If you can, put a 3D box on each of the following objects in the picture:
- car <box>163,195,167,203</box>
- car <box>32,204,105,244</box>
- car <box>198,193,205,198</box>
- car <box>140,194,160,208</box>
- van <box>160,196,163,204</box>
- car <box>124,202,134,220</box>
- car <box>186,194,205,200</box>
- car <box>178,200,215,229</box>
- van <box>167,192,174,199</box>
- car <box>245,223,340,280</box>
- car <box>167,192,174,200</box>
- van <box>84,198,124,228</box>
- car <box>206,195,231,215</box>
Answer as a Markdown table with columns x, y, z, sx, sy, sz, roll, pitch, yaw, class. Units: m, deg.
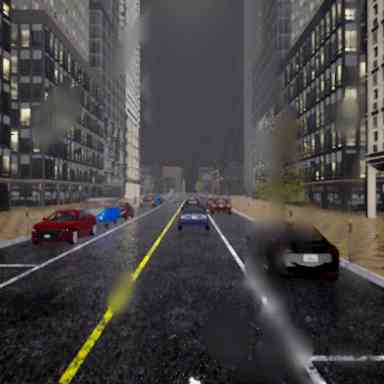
| x | y | z | sx | sy | sz | roll | pitch | yaw | class |
| --- | --- | --- | --- | --- | --- | --- | --- | --- | --- |
| -5.706 | 1.319 | 55.160 | 1.947 | 1.339 | 4.313 | 0 | 0 | 0 | car |
| -5.693 | 1.479 | 15.315 | 1.887 | 1.381 | 4.507 | 0 | 0 | 0 | car |
| 2.662 | 1.112 | 94.990 | 2.008 | 1.369 | 4.403 | 0 | 0 | 0 | car |
| -5.701 | 1.247 | 43.774 | 1.967 | 1.590 | 4.097 | 0 | 0 | 0 | car |
| -5.703 | 1.121 | 49.467 | 1.690 | 1.788 | 3.998 | 0 | 0 | 0 | van |
| -5.696 | 1.467 | 26.700 | 1.802 | 1.307 | 4.206 | 0 | 0 | 0 | car |
| 0.086 | 1.318 | 39.682 | 2.128 | 1.511 | 4.902 | 0 | 0 | 0 | car |
| 0.093 | 1.458 | 20.982 | 2.033 | 1.411 | 5.357 | 0 | 0 | 0 | car |
| -5.716 | 0.930 | 89.311 | 1.690 | 1.788 | 3.998 | 0 | 0 | 0 | van |
| 2.690 | 1.526 | 9.613 | 1.947 | 1.339 | 4.313 | 0 | 0 | 0 | car |
| -5.713 | 1.171 | 77.757 | 1.752 | 1.417 | 4.829 | 0 | 0 | 0 | car |
| -5.694 | 1.251 | 21.006 | 1.690 | 1.788 | 3.998 | 0 | 0 | 0 | van |
| 2.683 | 1.300 | 32.379 | 1.967 | 1.590 | 4.097 | 0 | 0 | 0 | car |
